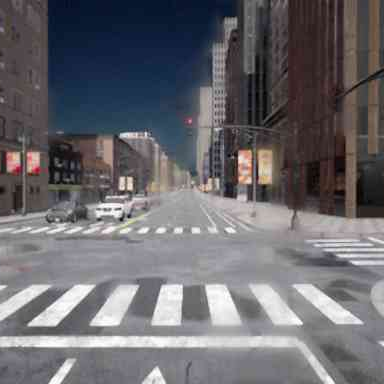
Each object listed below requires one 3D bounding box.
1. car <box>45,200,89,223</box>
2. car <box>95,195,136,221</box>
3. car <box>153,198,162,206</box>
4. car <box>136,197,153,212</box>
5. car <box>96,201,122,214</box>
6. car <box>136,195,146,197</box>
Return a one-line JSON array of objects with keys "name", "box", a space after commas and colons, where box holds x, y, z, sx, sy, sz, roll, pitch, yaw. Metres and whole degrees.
[{"name": "car", "box": [-9.848, 1.479, 26.562, 2.097, 1.767, 4.553, 0, 0, 0]}, {"name": "car", "box": [-6.589, 1.359, 28.613, 2.150, 2.045, 5.566, 0, 0, 0]}, {"name": "car", "box": [-6.519, 1.793, 61.268, 1.837, 1.490, 4.892, 0, -1, 0]}, {"name": "car", "box": [-6.591, 1.730, 42.738, 1.812, 1.442, 4.674, 0, 0, 0]}, {"name": "car", "box": [-9.843, 1.753, 39.618, 1.994, 1.385, 4.181, 0, 0, 0]}, {"name": "car", "box": [-9.761, 1.499, 62.186, 2.150, 2.045, 5.566, 0, 0, 0]}]
